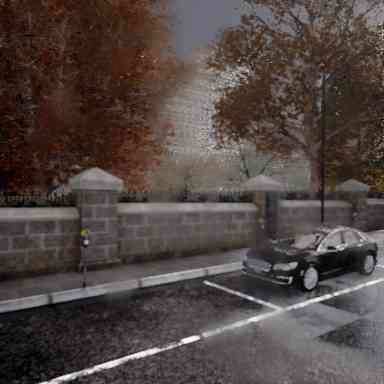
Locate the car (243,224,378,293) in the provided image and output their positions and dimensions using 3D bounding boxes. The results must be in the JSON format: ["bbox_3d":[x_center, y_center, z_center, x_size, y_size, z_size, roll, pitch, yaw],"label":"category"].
[{"bbox_3d":[3.289,1.568,8.891,4.403,1.369,2.008,0,1,-35],"label":"car"}]
